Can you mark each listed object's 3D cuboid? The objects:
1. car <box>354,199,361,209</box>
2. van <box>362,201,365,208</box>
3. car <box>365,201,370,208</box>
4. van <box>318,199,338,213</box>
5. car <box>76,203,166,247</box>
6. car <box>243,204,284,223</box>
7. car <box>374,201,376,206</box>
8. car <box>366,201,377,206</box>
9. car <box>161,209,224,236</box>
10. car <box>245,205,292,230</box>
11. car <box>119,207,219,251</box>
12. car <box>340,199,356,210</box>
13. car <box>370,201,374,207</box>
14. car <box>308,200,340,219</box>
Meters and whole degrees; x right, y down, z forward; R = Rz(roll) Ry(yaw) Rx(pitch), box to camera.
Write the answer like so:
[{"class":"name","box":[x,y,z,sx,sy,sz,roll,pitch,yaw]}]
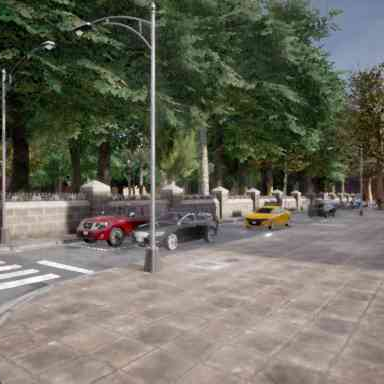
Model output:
[{"class":"car","box":[28.808,2.408,60.365,1.947,1.339,4.313,-1,-1,36]},{"class":"van","box":[31.994,2.261,64.790,1.690,1.788,3.998,-1,-1,36]},{"class":"car","box":[35.081,2.522,69.069,1.752,1.417,4.829,-1,-1,36]},{"class":"van","box":[19.249,1.959,47.109,1.690,1.788,3.998,-1,-1,36]},{"class":"car","box":[-3.054,1.457,16.166,2.192,1.841,5.009,-1,-1,36]},{"class":"car","box":[6.405,1.860,29.286,1.752,1.417,4.829,-1,-1,36]},{"class":"car","box":[41.276,2.704,77.678,2.008,1.369,4.403,-1,-1,36]},{"class":"car","box":[44.349,2.814,81.975,1.802,1.307,4.206,-1,-1,36]},{"class":"car","box":[0.133,1.787,20.582,1.802,1.307,4.206,-1,-1,36]},{"class":"car","box":[5.493,1.754,23.663,1.882,1.535,5.008,0,0,36]},{"class":"car","box":[-0.630,1.644,15.170,2.128,1.511,4.902,0,-1,36]},{"class":"car","box":[25.622,2.317,55.946,2.008,1.369,4.403,-1,-1,36]},{"class":"car","box":[38.367,2.645,73.626,1.947,1.339,4.313,-1,-1,36]},{"class":"car","box":[13.694,1.929,35.002,1.882,1.535,5.008,0,-1,36]}]
